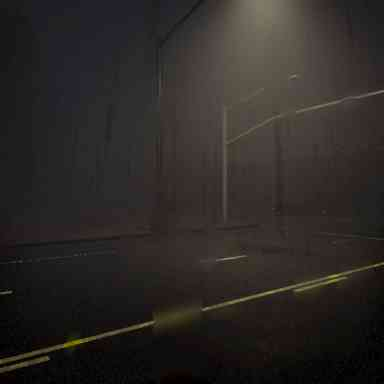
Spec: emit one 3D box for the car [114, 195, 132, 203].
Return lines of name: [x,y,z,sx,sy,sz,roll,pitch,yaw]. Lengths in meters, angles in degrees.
car: [-14.367,1.468,69.122,1.812,1.442,4.674,0,0,-36]

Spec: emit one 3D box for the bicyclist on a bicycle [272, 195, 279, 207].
bicyclist on a bicycle: [11.543,1.303,45.535,1.656,1.620,0.582,0,0,-36]

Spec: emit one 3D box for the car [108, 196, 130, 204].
car: [-14.017,1.600,62.600,1.895,1.301,4.718,0,0,-35]

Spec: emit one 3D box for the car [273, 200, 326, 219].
car: [9.470,1.491,29.570,2.128,1.511,4.902,0,0,-36]

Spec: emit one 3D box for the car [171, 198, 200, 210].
car: [-0.926,1.491,44.100,2.128,1.511,4.902,0,0,-35]

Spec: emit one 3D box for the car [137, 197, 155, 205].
car: [-8.559,1.564,61.070,1.994,1.385,4.181,0,0,-35]
